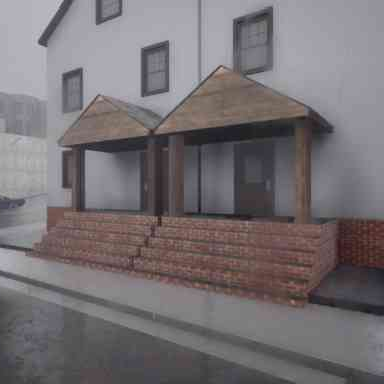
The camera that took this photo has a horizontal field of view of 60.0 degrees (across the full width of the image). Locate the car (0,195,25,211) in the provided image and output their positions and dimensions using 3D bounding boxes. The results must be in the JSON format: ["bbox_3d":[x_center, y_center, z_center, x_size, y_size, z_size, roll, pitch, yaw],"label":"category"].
[{"bbox_3d":[-15.521,1.012,25.432,1.895,1.301,4.718,0,6,35],"label":"car"}]
